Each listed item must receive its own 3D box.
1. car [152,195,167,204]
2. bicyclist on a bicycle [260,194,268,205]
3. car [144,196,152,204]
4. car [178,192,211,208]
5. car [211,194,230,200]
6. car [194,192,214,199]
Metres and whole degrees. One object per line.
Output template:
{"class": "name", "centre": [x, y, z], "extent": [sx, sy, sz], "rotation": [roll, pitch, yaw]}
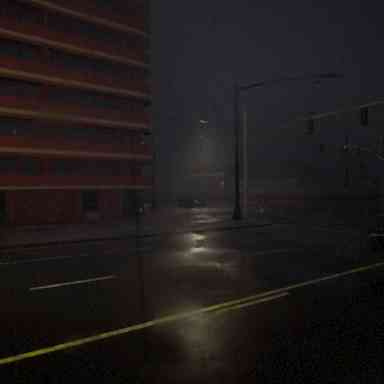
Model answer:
{"class": "car", "centre": [-6.582, 1.248, 60.798], "extent": [2.097, 1.767, 4.553], "rotation": [-1, 1, -37]}
{"class": "bicyclist on a bicycle", "centre": [10.787, 1.101, 49.830], "extent": [1.656, 1.620, 0.582], "rotation": [-1, 1, -37]}
{"class": "car", "centre": [-9.837, 1.489, 59.211], "extent": [2.033, 1.411, 5.357], "rotation": [-1, 1, -36]}
{"class": "car", "centre": [-0.009, 1.291, 45.947], "extent": [2.097, 1.767, 4.553], "rotation": [-1, 0, -37]}
{"class": "car", "centre": [6.898, 1.086, 77.759], "extent": [3.806, 1.475, 1.970], "rotation": [-1, 1, -35]}
{"class": "car", "centre": [2.922, 0.935, 81.976], "extent": [4.611, 1.667, 2.242], "rotation": [-1, 1, -35]}
